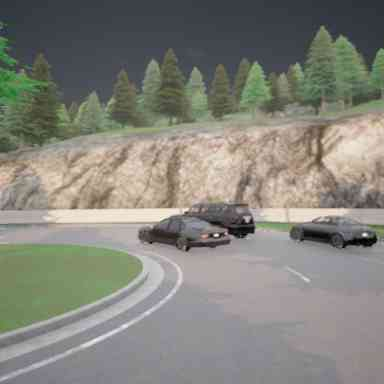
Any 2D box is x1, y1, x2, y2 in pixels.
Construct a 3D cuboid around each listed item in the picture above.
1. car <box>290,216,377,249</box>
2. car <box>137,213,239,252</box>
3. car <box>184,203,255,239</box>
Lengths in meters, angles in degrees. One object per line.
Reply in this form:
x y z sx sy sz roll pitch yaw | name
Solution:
6.751 1.871 16.297 1.994 1.385 4.181 0 -1 -22 | car
-0.576 1.904 15.805 2.033 1.411 5.357 1 -2 -39 | car
0.988 1.638 19.138 2.150 2.045 5.566 2 -3 -44 | car
